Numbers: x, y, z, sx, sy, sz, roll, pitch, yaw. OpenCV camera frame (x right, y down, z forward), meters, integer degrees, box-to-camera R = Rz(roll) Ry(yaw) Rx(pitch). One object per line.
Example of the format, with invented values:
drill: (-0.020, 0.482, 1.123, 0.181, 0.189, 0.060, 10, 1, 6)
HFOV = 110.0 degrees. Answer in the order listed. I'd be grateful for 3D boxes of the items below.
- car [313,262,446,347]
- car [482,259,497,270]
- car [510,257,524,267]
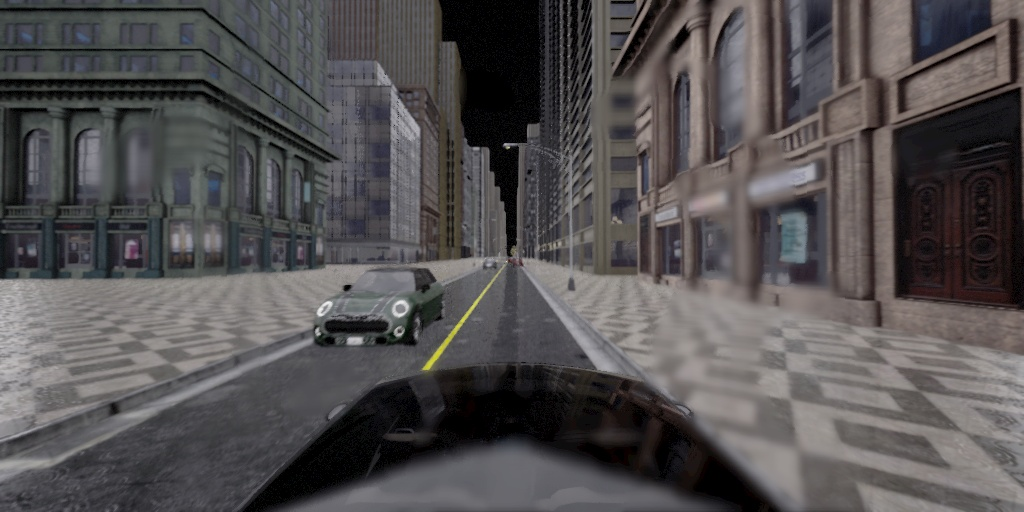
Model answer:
car: (-3.100, 1.079, 9.320, 2.097, 1.767, 4.553, 0, 0, 0)
car: (-3.082, 1.120, 50.442, 2.128, 1.511, 4.902, 0, 0, 0)
car: (1.043, 1.134, 62.462, 1.812, 1.442, 4.674, 0, 0, 0)
